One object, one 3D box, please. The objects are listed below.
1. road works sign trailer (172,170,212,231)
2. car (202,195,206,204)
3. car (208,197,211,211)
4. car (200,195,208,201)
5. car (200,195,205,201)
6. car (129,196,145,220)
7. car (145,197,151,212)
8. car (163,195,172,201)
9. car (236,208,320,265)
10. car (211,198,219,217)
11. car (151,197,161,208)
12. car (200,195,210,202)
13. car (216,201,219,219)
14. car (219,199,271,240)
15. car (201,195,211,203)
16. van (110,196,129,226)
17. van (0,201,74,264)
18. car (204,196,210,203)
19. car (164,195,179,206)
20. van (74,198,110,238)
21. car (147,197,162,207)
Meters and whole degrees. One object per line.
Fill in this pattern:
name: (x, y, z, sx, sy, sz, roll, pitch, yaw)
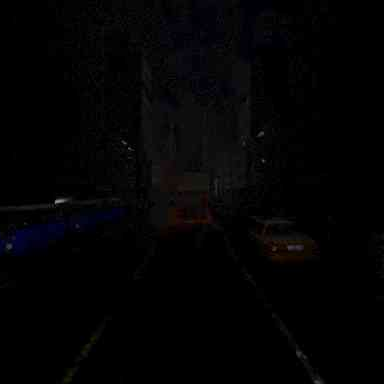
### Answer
road works sign trailer: (-0.002, 0.436, 20.335, 2.380, 3.560, 2.880, 0, 0, 0)
car: (2.845, 1.479, 44.865, 2.008, 1.369, 4.403, -1, 0, 0)
car: (2.846, 1.515, 33.693, 1.947, 1.339, 4.313, -1, 0, 0)
car: (2.841, 1.436, 78.380, 1.802, 1.307, 4.206, -1, 0, 0)
car: (2.843, 1.445, 61.622, 2.008, 1.369, 4.403, -1, 0, 0)
car: (-5.689, 1.274, 28.104, 2.192, 1.841, 5.009, -1, 0, 0)
car: (-5.690, 1.389, 33.690, 1.967, 1.590, 4.097, -1, 0, 0)
car: (-5.704, 1.399, 78.376, 1.887, 1.381, 4.507, -1, 0, 0)
car: (2.849, 1.510, 11.520, 1.752, 1.417, 4.829, -1, 0, 0)
car: (2.846, 1.484, 28.277, 1.752, 1.417, 4.829, -1, 0, 0)
car: (-5.694, 1.369, 44.861, 1.967, 1.590, 4.097, -1, 0, 0)
car: (2.842, 1.434, 72.794, 1.947, 1.339, 4.313, -1, 0, 0)
car: (2.848, 1.550, 22.521, 1.802, 1.307, 4.206, -1, 0, 0)
car: (2.846, 1.292, 16.935, 2.192, 1.841, 5.009, -1, 0, 0)
car: (2.842, 1.406, 67.378, 1.752, 1.417, 4.829, -1, 0, 0)
van: (-5.687, 1.309, 22.518, 1.690, 1.788, 3.998, -1, 0, 0)
van: (-5.683, 1.326, 11.346, 1.690, 1.788, 3.998, -1, 0, 0)
car: (2.846, 1.505, 39.279, 1.947, 1.339, 4.313, -1, 0, 0)
car: (-3.096, 1.442, 51.431, 1.812, 1.442, 4.674, 0, 0, 0)
van: (-5.685, 1.318, 16.933, 1.690, 1.788, 3.998, -1, 0, 0)
car: (-5.694, 1.500, 50.448, 1.802, 1.307, 4.206, -1, 0, 0)
